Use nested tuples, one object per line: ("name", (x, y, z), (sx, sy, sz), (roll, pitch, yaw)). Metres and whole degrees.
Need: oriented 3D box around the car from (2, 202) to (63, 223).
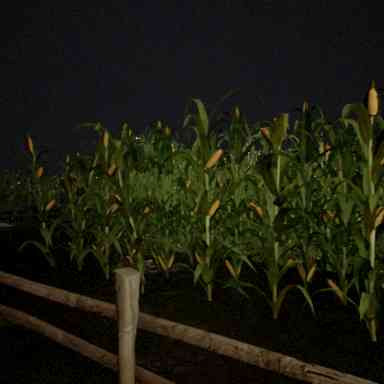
("car", (-11.742, 1.445, 24.813), (1.994, 1.385, 4.181), (0, 1, 35))
